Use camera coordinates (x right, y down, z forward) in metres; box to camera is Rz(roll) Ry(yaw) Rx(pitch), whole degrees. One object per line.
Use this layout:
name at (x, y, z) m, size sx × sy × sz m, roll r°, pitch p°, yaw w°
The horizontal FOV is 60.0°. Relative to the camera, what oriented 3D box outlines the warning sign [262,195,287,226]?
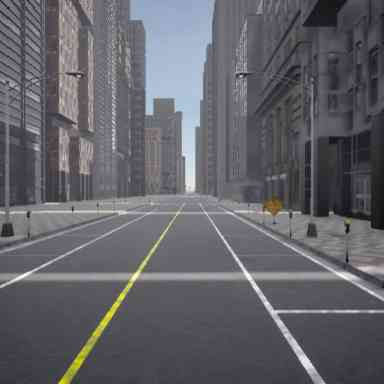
warning sign at (5.070, 1.115, 20.554) m, size 1.300 × 1.860 × 1.060 m, roll 0°, pitch 0°, yaw 0°
